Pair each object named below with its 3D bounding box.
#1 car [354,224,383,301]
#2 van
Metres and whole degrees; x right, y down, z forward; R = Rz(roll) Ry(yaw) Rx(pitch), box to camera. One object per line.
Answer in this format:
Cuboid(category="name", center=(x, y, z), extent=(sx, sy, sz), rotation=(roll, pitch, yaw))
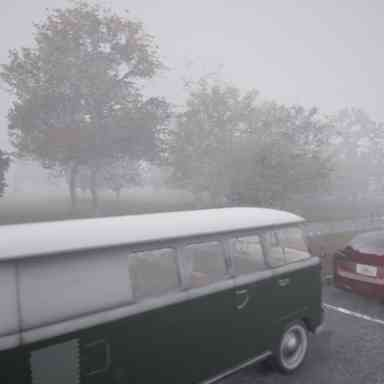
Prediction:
Cuboid(category="car", center=(5.185, 1.470, 7.681), extent=(4.792, 1.488, 2.163), rotation=(-2, 1, -36))
Cuboid(category="van", center=(-0.160, 1.241, 3.959), extent=(4.442, 1.987, 1.878), rotation=(-2, 1, -37))
